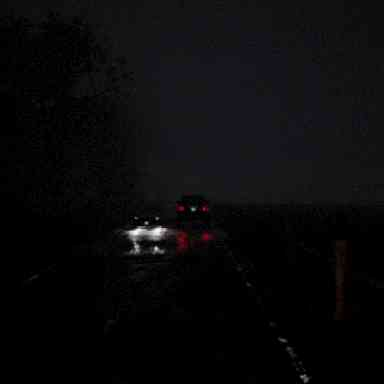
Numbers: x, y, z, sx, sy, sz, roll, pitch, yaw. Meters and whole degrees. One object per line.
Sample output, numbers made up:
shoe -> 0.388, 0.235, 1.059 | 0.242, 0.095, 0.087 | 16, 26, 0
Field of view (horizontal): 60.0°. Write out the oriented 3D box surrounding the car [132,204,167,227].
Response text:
car -> -2.763, 1.507, 22.883 | 2.033, 1.411, 5.357 | 0, 0, 0

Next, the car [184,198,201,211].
car -> 0.077, 1.494, 40.814 | 1.994, 1.385, 4.181 | 0, 0, 0

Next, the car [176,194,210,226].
car -> 0.086, 1.181, 23.423 | 2.150, 2.045, 5.566 | 0, 0, 0
